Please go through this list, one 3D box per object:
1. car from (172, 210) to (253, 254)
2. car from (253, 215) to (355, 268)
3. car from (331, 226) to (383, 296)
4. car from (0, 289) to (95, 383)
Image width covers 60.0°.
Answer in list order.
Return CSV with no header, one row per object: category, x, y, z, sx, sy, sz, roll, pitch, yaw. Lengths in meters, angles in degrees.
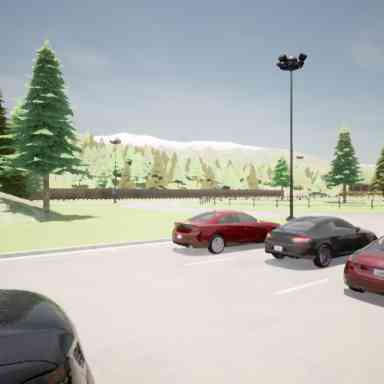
car,1.566,1.477,13.517,5.008,1.535,1.882,0,0,-35
car,4.458,1.525,11.272,4.674,1.442,1.812,0,0,-35
car,5.386,1.564,7.651,4.181,1.385,1.994,0,0,-34
car,-3.254,1.218,1.420,5.566,2.045,2.150,1,0,-36
